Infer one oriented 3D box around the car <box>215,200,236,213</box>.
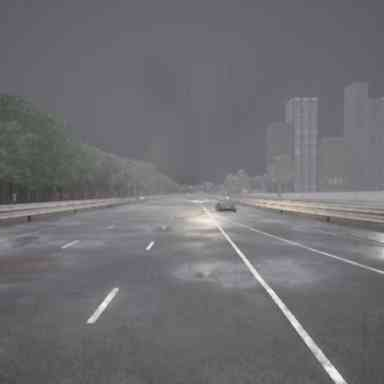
[{"bbox_3d":[3.857,1.648,38.734,1.994,1.385,4.181,0,0,-3],"label":"car"}]
